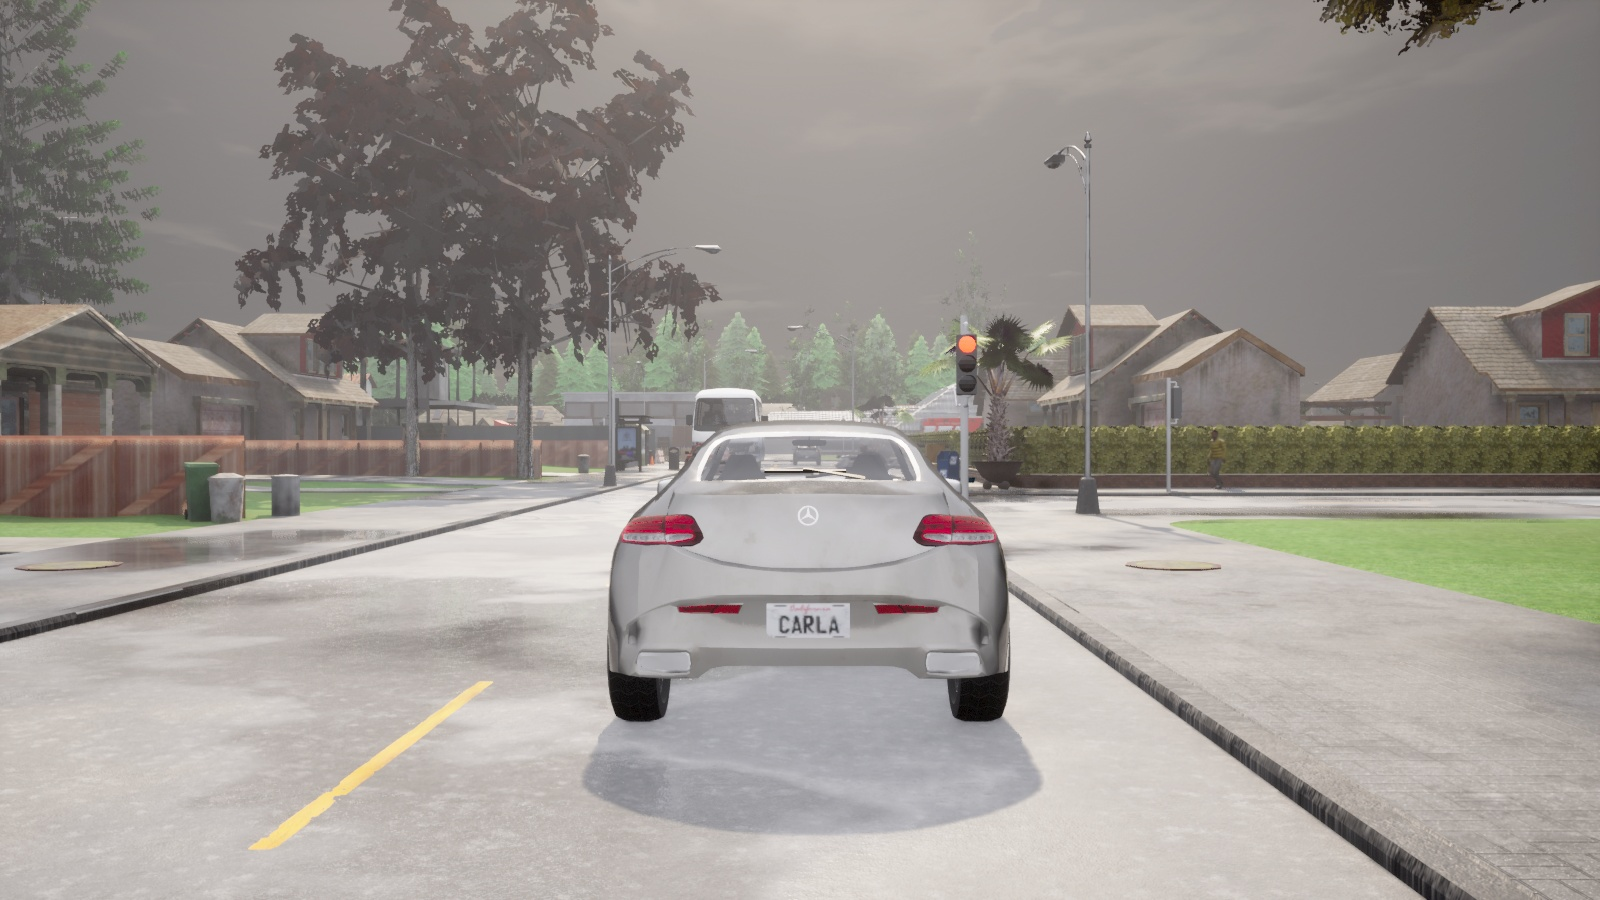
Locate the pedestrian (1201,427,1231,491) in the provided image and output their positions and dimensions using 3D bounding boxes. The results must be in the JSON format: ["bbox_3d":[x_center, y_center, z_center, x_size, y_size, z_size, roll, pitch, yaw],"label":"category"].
[{"bbox_3d":[12.196,0.258,36.846,0.709,1.840,0.431,0,0,-21],"label":"pedestrian"}]

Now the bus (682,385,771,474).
[{"bbox_3d":[-3.622,-1.001,65.183,3.944,4.253,10.273,0,0,0],"label":"bus"}]

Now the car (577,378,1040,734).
[{"bbox_3d":[0.062,0.478,8.355,2.152,1.651,5.027,0,0,1],"label":"car"}]

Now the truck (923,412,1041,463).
[{"bbox_3d":[13.598,-0.941,94.547,8.468,3.827,2.891,0,0,0],"label":"truck"}]
